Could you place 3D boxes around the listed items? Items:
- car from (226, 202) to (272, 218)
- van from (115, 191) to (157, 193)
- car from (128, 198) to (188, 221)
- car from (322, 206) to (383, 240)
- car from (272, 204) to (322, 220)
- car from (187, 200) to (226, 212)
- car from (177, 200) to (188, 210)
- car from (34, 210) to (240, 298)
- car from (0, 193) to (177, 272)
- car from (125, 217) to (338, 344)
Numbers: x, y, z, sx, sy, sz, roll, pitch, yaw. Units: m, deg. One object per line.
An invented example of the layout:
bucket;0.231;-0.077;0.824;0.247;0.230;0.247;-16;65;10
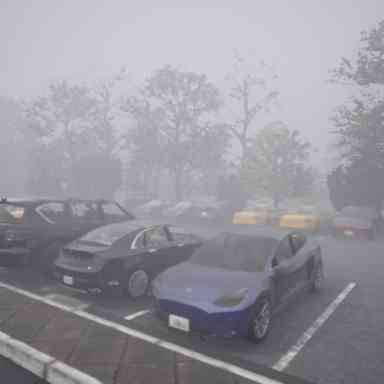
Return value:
car;4.485;1.410;20.908;1.946;1.575;5.366;1;1;36
van;-4.719;0.935;27.218;1.878;1.987;4.442;2;2;36
car;-2.486;1.266;25.754;2.002;1.452;4.674;2;1;36
car;8.767;1.518;17.528;2.163;1.488;4.792;1;1;36
car;6.746;1.454;19.264;1.946;1.575;5.366;1;1;36
car;2.135;1.390;22.424;2.163;1.488;4.792;2;1;36
car;-0.235;1.335;24.116;2.002;1.452;4.674;2;1;36
car;-1.015;1.463;8.498;2.231;1.521;4.892;1;1;36
car;-3.247;1.168;10.164;2.435;2.045;5.566;1;1;36
car;1.218;1.525;6.845;2.163;1.488;4.792;0;0;36
